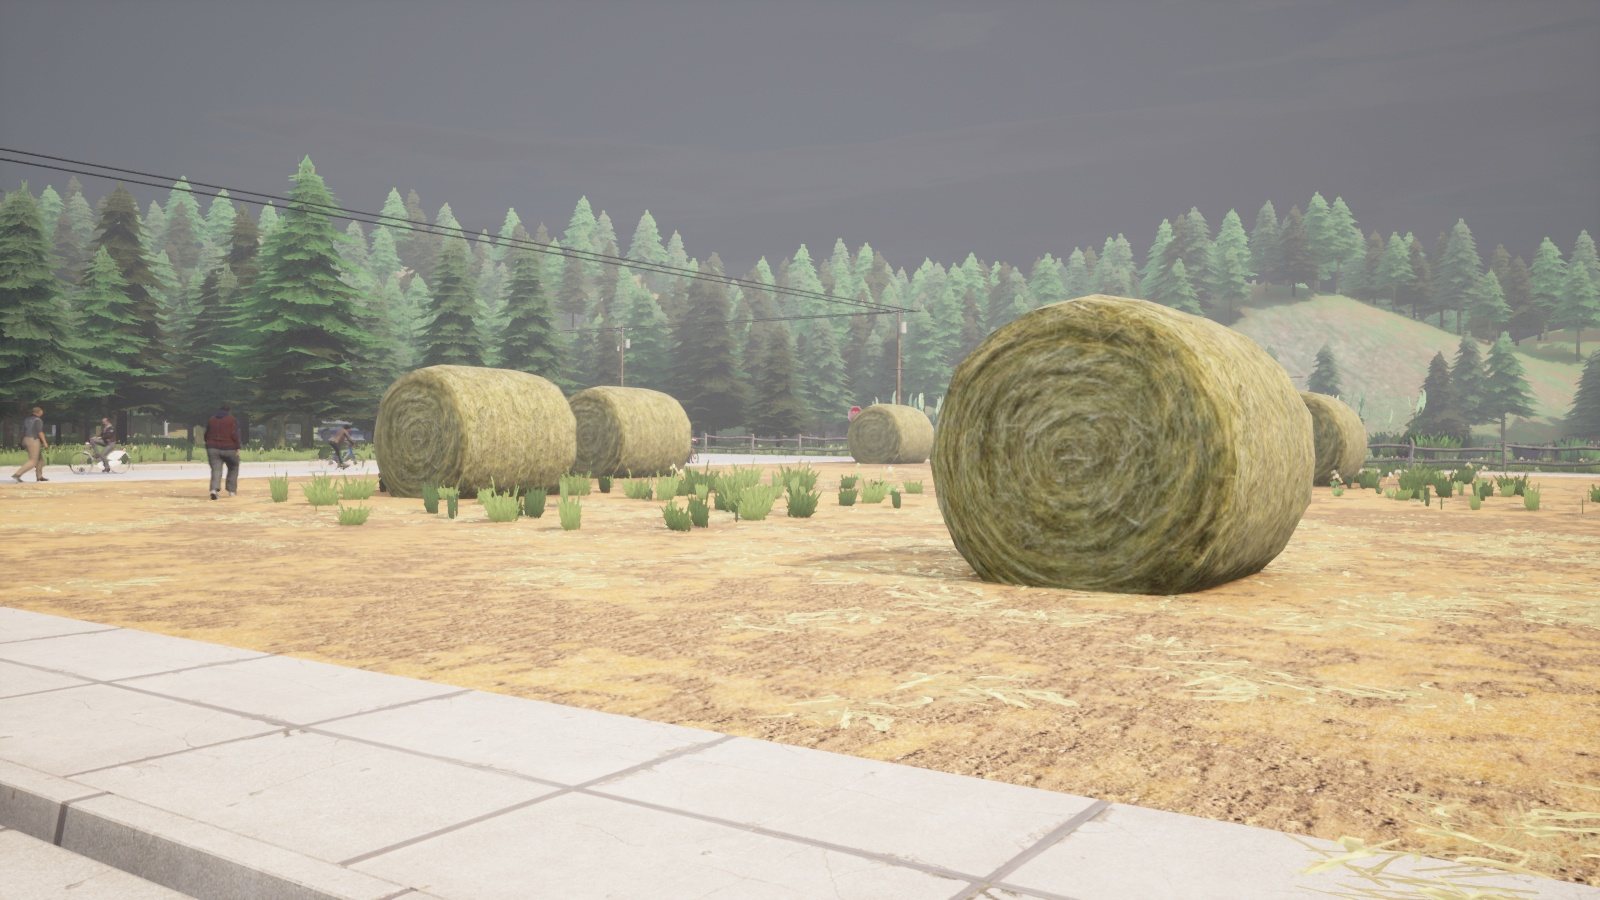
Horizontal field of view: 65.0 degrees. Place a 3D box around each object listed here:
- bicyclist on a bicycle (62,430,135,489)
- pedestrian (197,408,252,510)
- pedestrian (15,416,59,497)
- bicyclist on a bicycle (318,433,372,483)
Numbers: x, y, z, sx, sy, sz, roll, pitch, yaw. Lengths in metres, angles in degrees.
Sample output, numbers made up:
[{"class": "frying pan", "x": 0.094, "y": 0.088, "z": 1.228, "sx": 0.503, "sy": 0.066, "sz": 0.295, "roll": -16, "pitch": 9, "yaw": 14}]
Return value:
[{"class": "bicyclist on a bicycle", "x": -21.592, "y": 0.280, "z": 38.691, "sx": 0.659, "sy": 1.776, "sz": 1.843, "roll": 0, "pitch": 1, "yaw": 35}, {"class": "pedestrian", "x": -10.618, "y": 0.151, "z": 23.186, "sx": 0.634, "sy": 1.844, "sz": 0.899, "roll": -1, "pitch": 1, "yaw": -5}, {"class": "pedestrian", "x": -17.746, "y": 0.148, "z": 29.202, "sx": 0.540, "sy": 1.848, "sz": 0.694, "roll": 0, "pitch": 1, "yaw": 36}, {"class": "bicyclist on a bicycle", "x": -15.154, "y": 0.255, "z": 41.830, "sx": 0.582, "sy": 1.620, "sz": 1.656, "roll": 0, "pitch": 1, "yaw": 35}]
